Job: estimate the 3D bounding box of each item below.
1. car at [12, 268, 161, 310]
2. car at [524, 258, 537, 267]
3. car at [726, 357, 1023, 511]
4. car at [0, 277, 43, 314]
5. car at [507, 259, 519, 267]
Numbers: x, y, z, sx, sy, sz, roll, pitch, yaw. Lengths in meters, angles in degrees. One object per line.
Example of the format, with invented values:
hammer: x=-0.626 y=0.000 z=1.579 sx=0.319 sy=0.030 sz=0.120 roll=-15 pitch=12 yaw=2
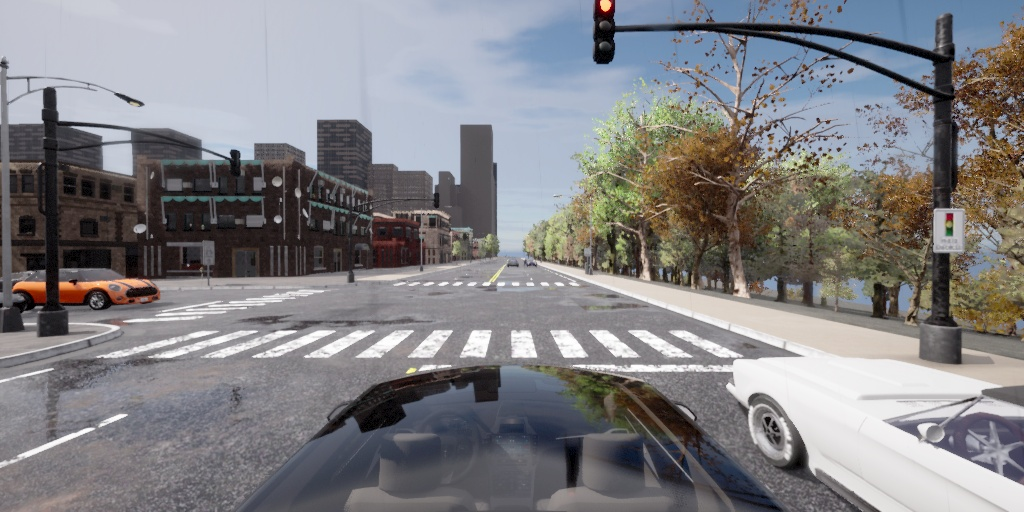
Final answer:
car: x=-17.965 y=1.299 z=15.283 sx=4.553 sy=1.767 sz=2.097 roll=-1 pitch=1 yaw=-1
car: x=3.422 y=1.319 z=63.685 sx=1.895 sy=1.301 sz=4.718 roll=0 pitch=0 yaw=0
car: x=3.350 y=1.351 z=1.900 sx=1.895 sy=1.301 sz=4.718 roll=0 pitch=0 yaw=0
car: x=-19.935 y=1.563 z=12.550 sx=4.313 sy=1.339 sz=1.948 roll=0 pitch=0 yaw=0
car: x=0.160 y=1.282 z=63.407 sx=1.994 sy=1.385 sz=4.181 roll=0 pitch=0 yaw=1
